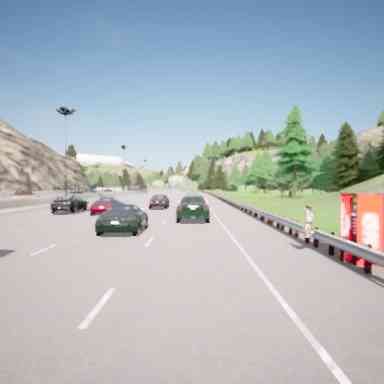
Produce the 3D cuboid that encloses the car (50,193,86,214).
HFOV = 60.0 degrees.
[{"bbox_3d":[-10.363,1.009,28.425,2.128,1.511,4.902,0,1,0],"label":"car"}]

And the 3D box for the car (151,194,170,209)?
[{"bbox_3d":[-3.354,0.959,34.696,2.033,1.411,5.357,0,1,0],"label":"car"}]

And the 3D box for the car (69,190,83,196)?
[{"bbox_3d":[-27.895,0.213,80.213,1.895,1.301,4.718,0,1,0],"label":"car"}]

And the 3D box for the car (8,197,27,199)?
[{"bbox_3d":[-21.030,0.657,41.012,2.097,1.767,4.553,0,1,0],"label":"car"}]

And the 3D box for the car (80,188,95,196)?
[{"bbox_3d":[-24.398,0.036,77.974,2.097,1.767,4.553,0,1,0],"label":"car"}]

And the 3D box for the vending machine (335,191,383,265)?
[{"bbox_3d":[5.013,1.026,9.897,1.100,2.100,0.880,0,1,0],"label":"vending machine"}]

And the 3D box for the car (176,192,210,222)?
[{"bbox_3d":[0.079,0.974,22.237,2.097,1.767,4.553,0,1,1],"label":"car"}]

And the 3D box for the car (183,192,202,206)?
[{"bbox_3d":[0.103,0.797,41.033,2.128,1.511,4.902,0,1,1],"label":"car"}]

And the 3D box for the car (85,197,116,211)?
[{"bbox_3d":[-6.865,1.102,27.231,1.994,1.385,4.181,0,1,0],"label":"car"}]

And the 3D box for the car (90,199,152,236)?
[{"bbox_3d":[-3.378,1.281,16.600,1.994,1.385,4.181,0,1,0],"label":"car"}]

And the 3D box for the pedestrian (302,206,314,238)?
[{"bbox_3d":[3.867,0.933,10.946,0.500,1.100,0.500,0,1,0],"label":"pedestrian"}]
